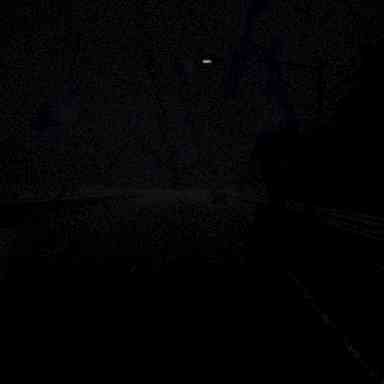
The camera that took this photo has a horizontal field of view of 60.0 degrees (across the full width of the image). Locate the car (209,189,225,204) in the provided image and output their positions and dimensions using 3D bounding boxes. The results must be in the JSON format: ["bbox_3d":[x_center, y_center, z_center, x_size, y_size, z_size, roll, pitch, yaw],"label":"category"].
[{"bbox_3d":[4.234,0.903,53.997,2.097,1.767,4.553,0,1,1],"label":"car"}]

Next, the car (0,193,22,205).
[{"bbox_3d":[-17.265,1.128,29.372,2.150,2.045,5.566,0,0,1],"label":"car"}]

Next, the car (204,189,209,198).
[{"bbox_3d":[4.640,0.411,78.830,2.150,2.045,5.566,0,1,1],"label":"car"}]
